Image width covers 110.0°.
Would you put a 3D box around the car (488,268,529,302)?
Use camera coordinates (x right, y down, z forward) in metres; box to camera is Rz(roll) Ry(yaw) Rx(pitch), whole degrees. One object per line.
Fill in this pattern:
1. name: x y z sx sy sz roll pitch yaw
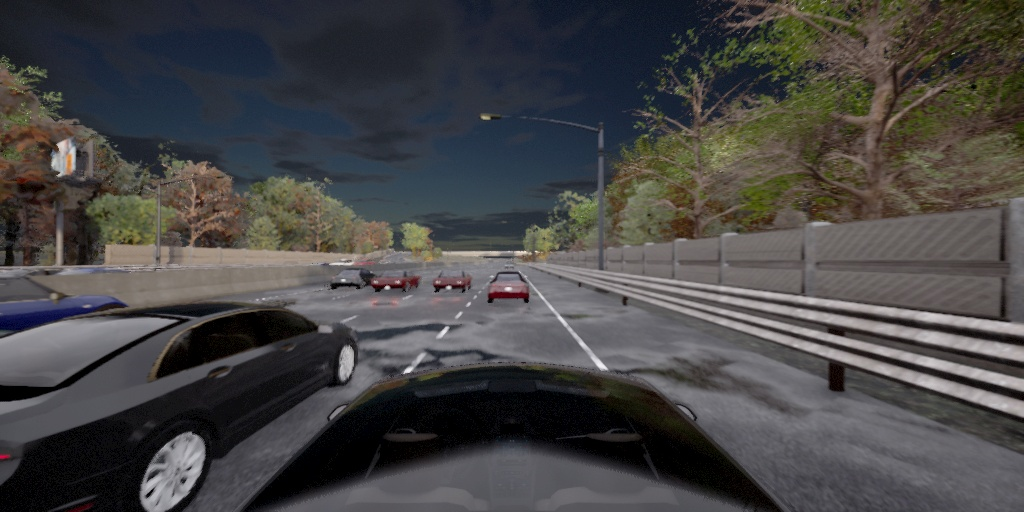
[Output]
1. car: -0.174 1.463 18.097 1.994 1.385 4.181 0 -1 0

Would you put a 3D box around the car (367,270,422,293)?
1. car: -7.102 1.533 22.578 1.895 1.301 4.718 0 -1 0

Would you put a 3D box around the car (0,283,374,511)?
1. car: -3.477 1.273 4.126 1.837 1.490 4.892 0 -1 0

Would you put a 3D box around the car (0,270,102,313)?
1. car: -6.969 1.105 2.861 2.097 1.767 4.553 0 -1 0

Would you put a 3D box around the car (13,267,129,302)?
1. car: -10.497 1.139 7.081 2.097 1.767 4.553 0 -1 0

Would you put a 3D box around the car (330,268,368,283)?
1. car: -10.615 1.510 24.552 1.994 1.385 4.181 0 -1 0

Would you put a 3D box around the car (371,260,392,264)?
1. car: -21.487 1.800 60.689 2.128 1.511 4.902 0 -1 0

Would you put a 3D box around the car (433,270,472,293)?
1. car: -3.602 1.537 22.590 1.895 1.301 4.718 0 -1 0
